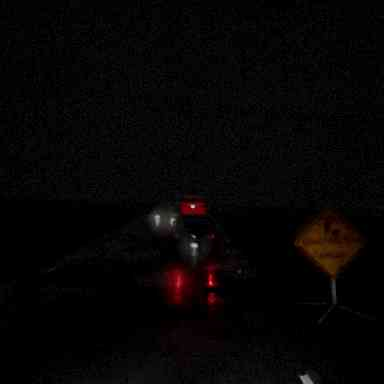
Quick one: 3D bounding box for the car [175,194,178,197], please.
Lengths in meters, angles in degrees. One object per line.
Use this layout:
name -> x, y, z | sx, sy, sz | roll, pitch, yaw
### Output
car -> -2.766, 1.341, 78.436 | 2.150, 2.045, 5.566 | 0, 0, 0

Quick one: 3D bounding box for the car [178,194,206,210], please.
car -> 0.088, 1.337, 30.402 | 2.150, 2.045, 5.566 | 0, 0, 0

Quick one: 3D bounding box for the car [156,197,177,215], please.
car -> -2.854, 1.622, 36.845 | 1.882, 1.535, 5.008 | 0, 0, 0

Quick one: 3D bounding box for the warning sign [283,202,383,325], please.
warning sign -> 2.415, 1.138, 5.752 | 1.300, 1.860, 1.060 | -2, -2, 0

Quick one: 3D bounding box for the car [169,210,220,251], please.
car -> 0.088, 1.653, 14.265 | 1.895, 1.301, 4.718 | 0, 0, 0
